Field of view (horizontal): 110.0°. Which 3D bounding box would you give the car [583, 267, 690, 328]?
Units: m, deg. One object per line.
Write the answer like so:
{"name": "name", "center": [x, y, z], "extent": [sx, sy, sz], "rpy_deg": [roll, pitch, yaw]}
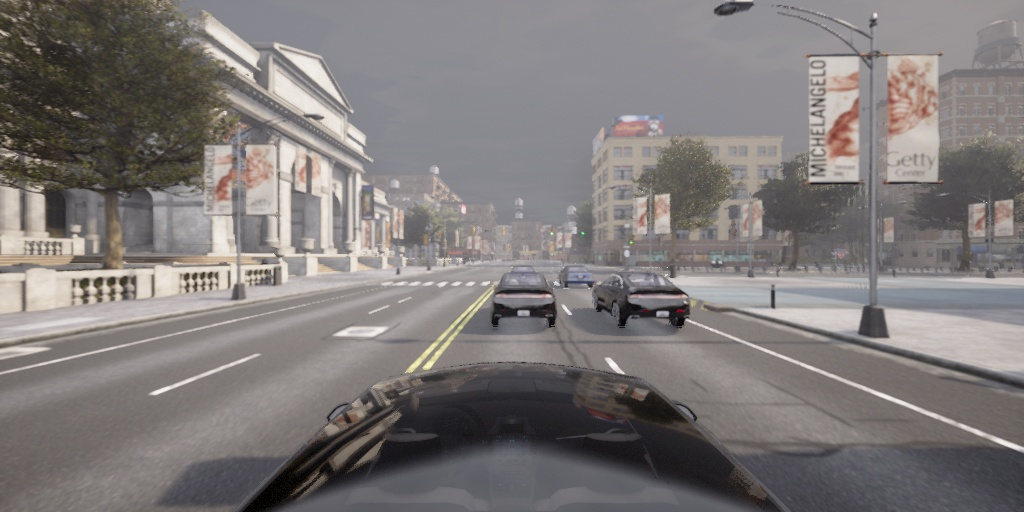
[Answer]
{"name": "car", "center": [3.860, 1.250, 11.463], "extent": [2.128, 1.511, 4.902], "rpy_deg": [0, 0, 1]}

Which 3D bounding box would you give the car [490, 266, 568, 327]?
{"name": "car", "center": [0.361, 1.247, 11.597], "extent": [2.128, 1.511, 4.902], "rpy_deg": [0, 0, 1]}

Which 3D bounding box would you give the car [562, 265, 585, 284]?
{"name": "car", "center": [4.230, 1.311, 24.256], "extent": [2.033, 1.411, 5.357], "rpy_deg": [0, 0, 2]}
